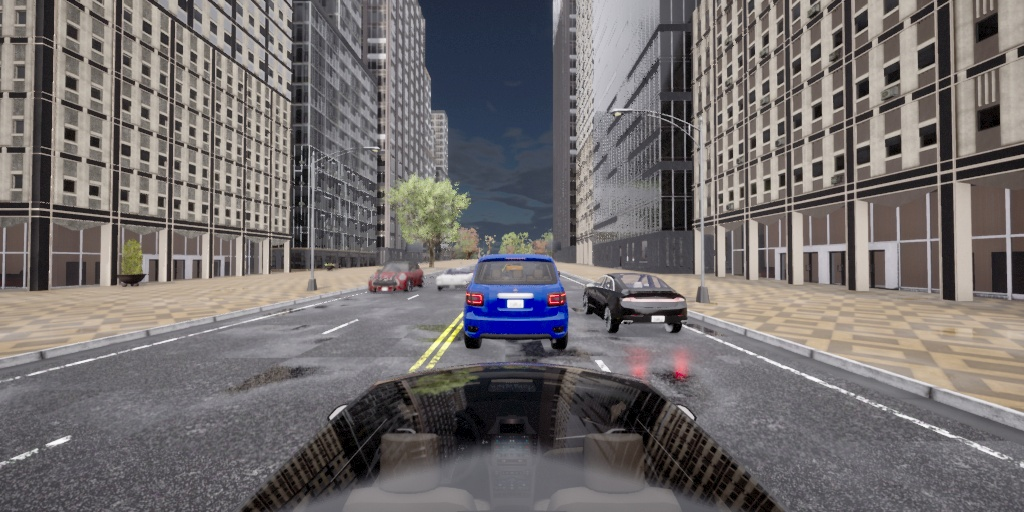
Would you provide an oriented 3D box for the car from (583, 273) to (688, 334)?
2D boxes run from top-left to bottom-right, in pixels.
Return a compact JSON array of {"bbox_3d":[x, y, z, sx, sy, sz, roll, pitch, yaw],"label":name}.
[{"bbox_3d":[3.388,1.244,10.712,2.128,1.511,4.902,0,0,0],"label":"car"}]

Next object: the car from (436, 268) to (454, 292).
[{"bbox_3d":[-3.263,1.357,21.765,1.895,1.301,4.718,0,0,0],"label":"car"}]

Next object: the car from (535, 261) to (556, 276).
[{"bbox_3d":[3.508,1.268,38.247,1.837,1.490,4.892,0,0,0],"label":"car"}]

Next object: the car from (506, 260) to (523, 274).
[{"bbox_3d":[0.277,1.242,42.640,1.882,1.535,5.008,0,0,0],"label":"car"}]

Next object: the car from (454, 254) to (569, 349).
[{"bbox_3d":[0.120,0.974,9.276,2.150,2.045,5.566,0,0,1],"label":"car"}]

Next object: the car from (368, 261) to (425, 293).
[{"bbox_3d":[-6.518,1.108,20.647,2.097,1.767,4.553,0,0,0],"label":"car"}]
